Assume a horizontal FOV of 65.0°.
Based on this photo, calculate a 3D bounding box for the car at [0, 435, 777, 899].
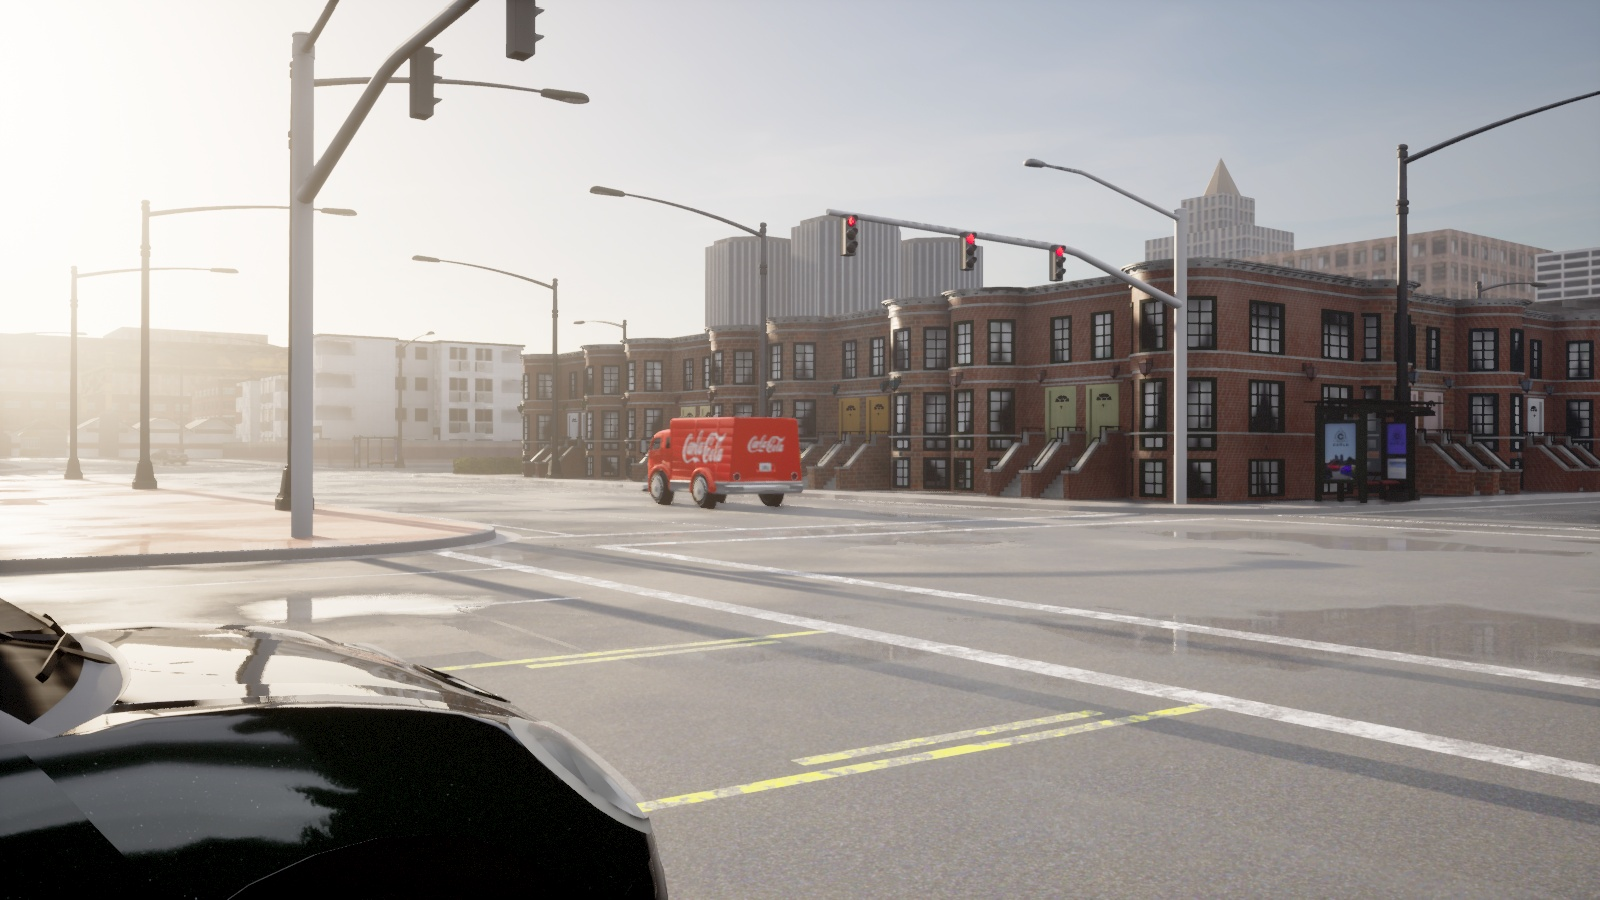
[{"bbox_3d":[-2.171,0.720,2.205,3.806,1.475,1.970,0,0,-35],"label":"car"}]

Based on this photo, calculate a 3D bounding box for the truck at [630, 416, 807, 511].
[{"bbox_3d":[-2.379,0.350,35.284,2.627,2.467,5.204,0,0,-35],"label":"truck"}]

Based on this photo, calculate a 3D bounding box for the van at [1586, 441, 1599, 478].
[{"bbox_3d":[46.242,0.536,69.231,2.069,2.038,4.480,0,0,-35],"label":"van"}]
